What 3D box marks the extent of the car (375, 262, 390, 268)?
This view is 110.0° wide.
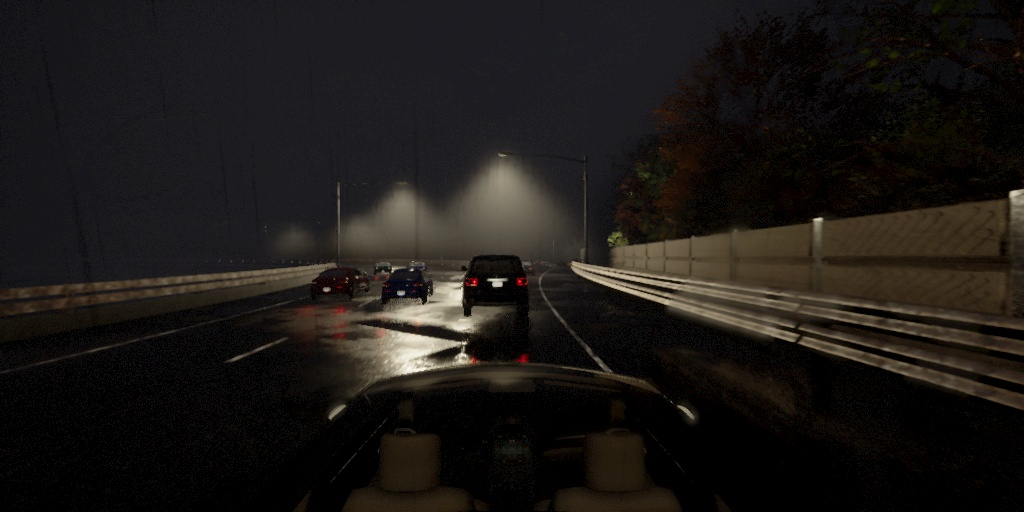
[{"bbox_3d":[-14.707,1.340,40.682,1.895,1.301,4.718,0,0,-22],"label":"car"}]

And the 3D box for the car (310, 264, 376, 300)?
[{"bbox_3d":[-8.403,1.281,17.848,1.812,1.442,4.674,0,0,-9],"label":"car"}]

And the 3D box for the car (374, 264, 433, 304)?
[{"bbox_3d":[-4.634,1.268,16.243,1.812,1.442,4.674,0,0,-8],"label":"car"}]

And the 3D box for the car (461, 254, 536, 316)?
[{"bbox_3d":[-0.727,0.952,13.539,2.150,2.045,5.566,0,0,-6],"label":"car"}]

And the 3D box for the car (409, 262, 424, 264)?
[{"bbox_3d":[-10.568,1.324,39.639,1.895,1.301,4.718,0,0,-20],"label":"car"}]
